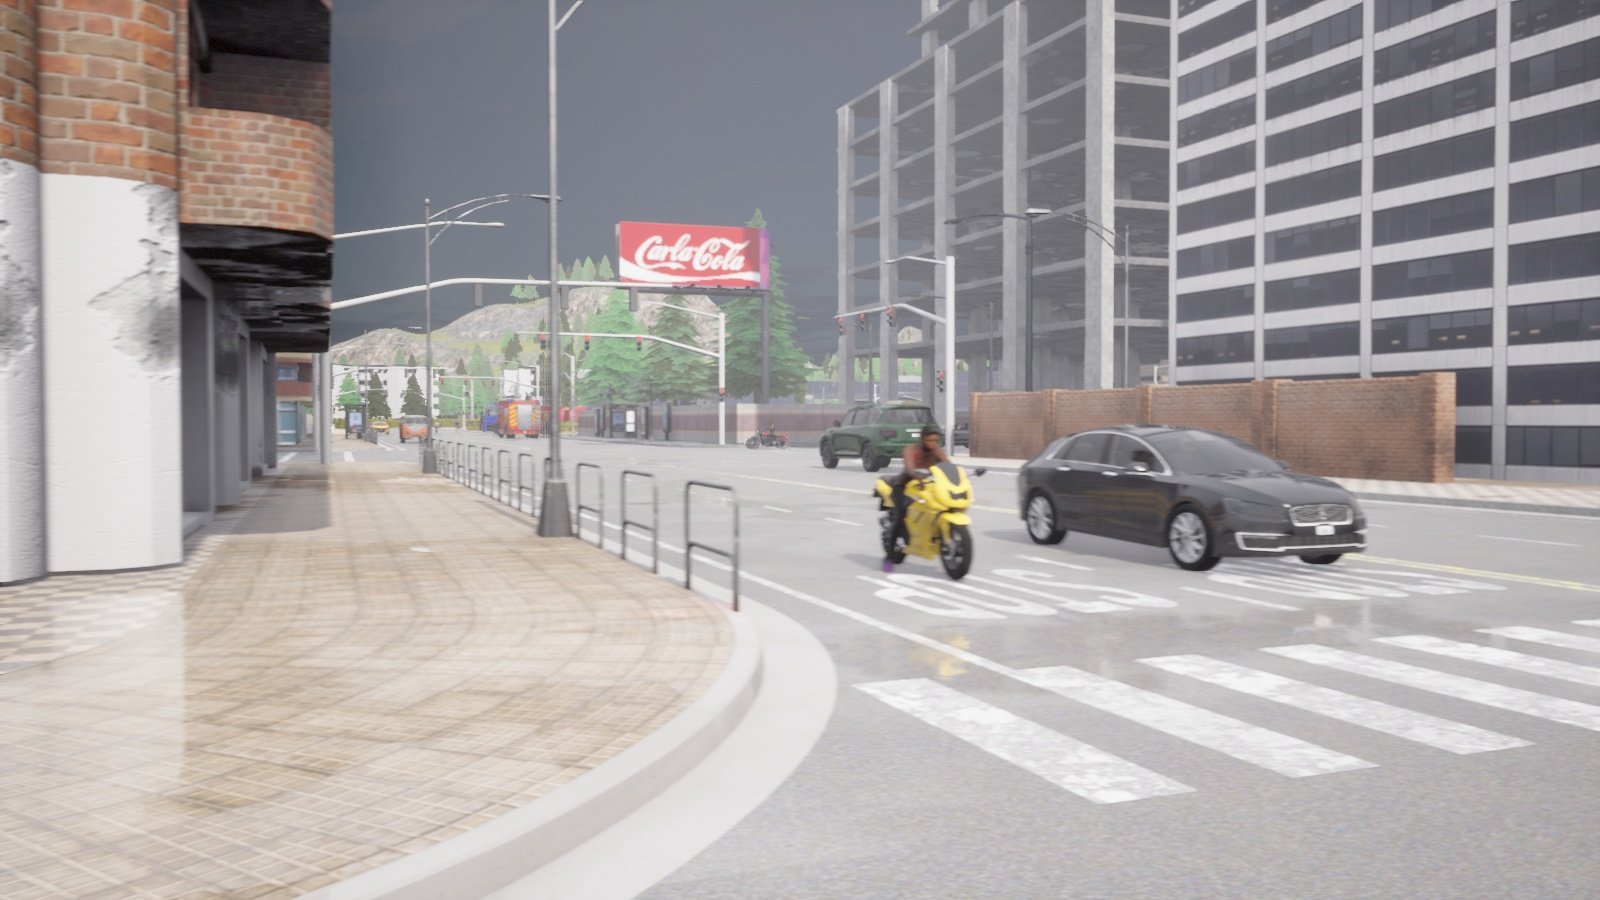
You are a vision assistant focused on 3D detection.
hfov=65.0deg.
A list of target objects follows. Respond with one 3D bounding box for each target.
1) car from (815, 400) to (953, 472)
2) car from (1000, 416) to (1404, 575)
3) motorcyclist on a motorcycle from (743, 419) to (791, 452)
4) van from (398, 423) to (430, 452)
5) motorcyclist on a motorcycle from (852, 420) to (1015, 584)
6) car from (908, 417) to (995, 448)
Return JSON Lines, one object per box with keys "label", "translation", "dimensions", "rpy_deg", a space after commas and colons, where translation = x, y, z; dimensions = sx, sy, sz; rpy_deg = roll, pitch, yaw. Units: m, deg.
{"label": "car", "translation": [2.504, -0.456, 39.424], "dimensions": [2.150, 2.045, 5.566], "rpy_deg": [-2, 1, -21]}
{"label": "car", "translation": [4.380, 0.374, 14.663], "dimensions": [1.837, 1.490, 4.892], "rpy_deg": [-2, 2, -21]}
{"label": "motorcyclist on a motorcycle", "translation": [-1.757, -0.773, 66.668], "dimensions": [2.350, 1.649, 0.766], "rpy_deg": [-2, 2, -20]}
{"label": "van", "translation": [-27.228, -0.880, 88.495], "dimensions": [1.775, 1.987, 4.442], "rpy_deg": [-2, 1, -21]}
{"label": "motorcyclist on a motorcycle", "translation": [1.318, 0.470, 12.860], "dimensions": [0.797, 1.523, 2.044], "rpy_deg": [-2, 1, -21]}
{"label": "car", "translation": [8.019, -0.942, 66.560], "dimensions": [4.193, 1.474, 1.816], "rpy_deg": [-2, 1, -20]}
